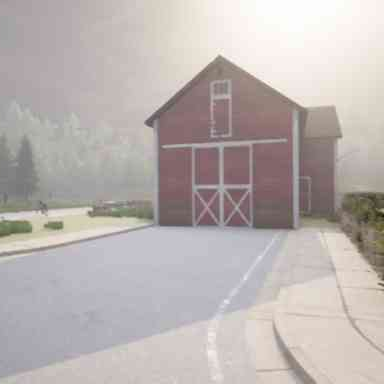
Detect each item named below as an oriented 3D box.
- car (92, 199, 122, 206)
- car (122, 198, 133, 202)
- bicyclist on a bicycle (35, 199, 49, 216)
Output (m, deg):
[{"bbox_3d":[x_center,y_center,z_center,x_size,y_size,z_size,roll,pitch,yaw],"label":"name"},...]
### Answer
[{"bbox_3d":[-11.268,1.624,43.061,1.816,1.474,4.193,-6,-1,15],"label":"car"},{"bbox_3d":[-10.501,1.725,55.215,2.033,1.411,5.357,0,0,18],"label":"car"},{"bbox_3d":[-13.951,1.474,30.855,1.656,1.620,0.582,-1,0,17],"label":"bicyclist on a bicycle"}]
